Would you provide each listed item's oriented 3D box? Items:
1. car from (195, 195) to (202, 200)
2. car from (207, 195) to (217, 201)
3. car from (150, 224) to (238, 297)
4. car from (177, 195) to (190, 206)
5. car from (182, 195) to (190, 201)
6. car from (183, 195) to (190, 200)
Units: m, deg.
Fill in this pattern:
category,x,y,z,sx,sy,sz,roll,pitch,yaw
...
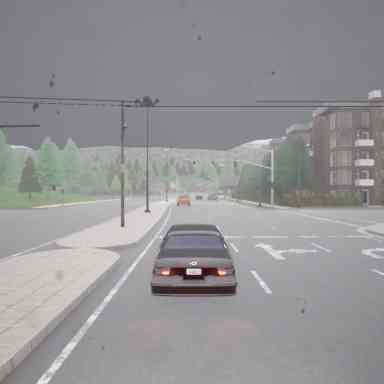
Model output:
category,x,y,z,sx,sy,sz,roll,pitch,yaw
car,1.945,1.478,94.591,1.882,1.535,5.008,0,0,0
car,5.467,1.539,85.385,2.033,1.411,5.357,0,0,0
car,0.041,1.547,8.768,2.033,1.411,5.357,0,0,0
car,-1.364,1.352,54.513,2.097,1.767,4.553,0,0,-1
car,-1.532,1.523,85.338,1.812,1.442,4.674,0,0,0
car,-1.557,1.571,95.653,1.895,1.301,4.718,0,0,0
